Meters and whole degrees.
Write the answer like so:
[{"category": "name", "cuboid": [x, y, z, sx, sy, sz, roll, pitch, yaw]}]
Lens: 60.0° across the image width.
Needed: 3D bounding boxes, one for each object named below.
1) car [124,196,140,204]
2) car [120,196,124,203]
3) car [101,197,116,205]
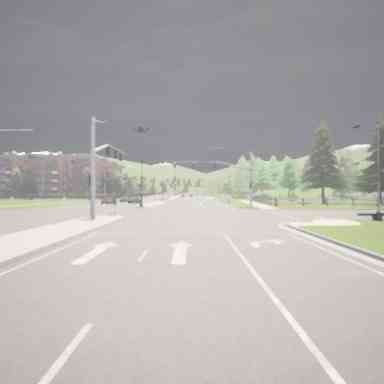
[{"category": "car", "cuboid": [-11.481, 1.669, 66.016, 2.033, 1.411, 5.357, 0, 0, 0]}, {"category": "car", "cuboid": [-14.977, 1.663, 75.371, 1.812, 1.442, 4.674, 0, 0, 0]}, {"category": "car", "cuboid": [-14.982, 1.675, 59.719, 1.994, 1.385, 4.181, 0, 0, 0]}]
